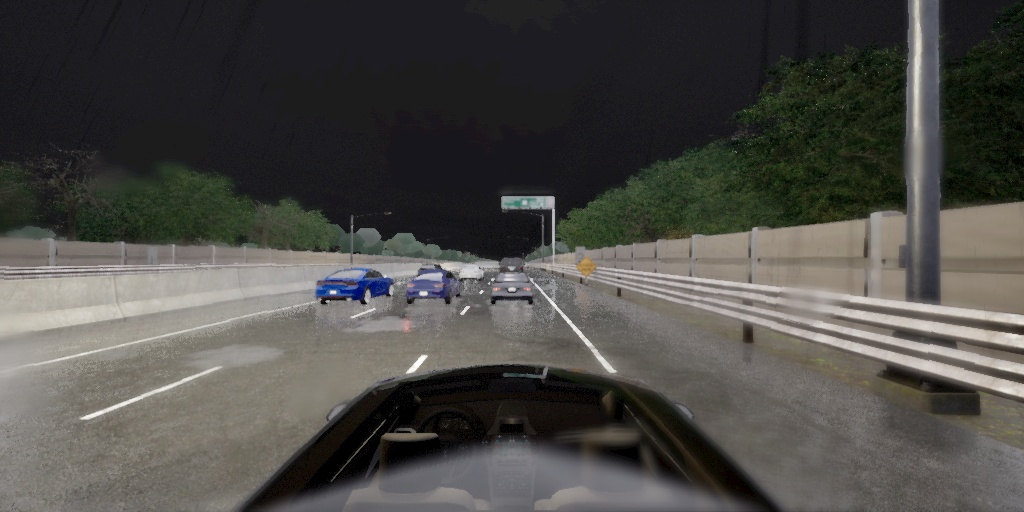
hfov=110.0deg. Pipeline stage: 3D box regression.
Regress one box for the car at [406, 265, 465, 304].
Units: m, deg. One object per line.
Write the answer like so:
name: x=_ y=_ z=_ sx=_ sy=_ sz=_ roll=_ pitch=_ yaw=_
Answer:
car: x=-3.500 y=1.333 z=16.503 sx=1.812 sy=1.442 sz=4.674 roll=0 pitch=0 yaw=0

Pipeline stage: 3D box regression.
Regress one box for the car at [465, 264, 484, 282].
car: x=-3.500 y=1.462 z=31.506 sx=1.812 sy=1.442 sz=4.674 roll=0 pitch=-1 yaw=0

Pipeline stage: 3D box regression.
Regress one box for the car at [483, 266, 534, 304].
car: x=0.000 y=1.363 z=16.503 sx=2.033 sy=1.411 sz=5.357 roll=0 pitch=0 yaw=0

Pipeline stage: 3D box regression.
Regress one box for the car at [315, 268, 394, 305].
car: x=-7.000 y=1.284 z=16.503 sx=1.882 sy=1.535 sz=5.008 roll=0 pitch=0 yaw=0

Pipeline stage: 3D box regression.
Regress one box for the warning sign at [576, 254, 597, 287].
warning sign: x=4.550 y=0.950 z=21.907 sx=1.300 sy=1.860 sz=1.060 roll=0 pitch=0 yaw=0

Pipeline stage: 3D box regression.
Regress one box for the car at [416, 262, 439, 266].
car: x=-7.000 y=1.446 z=31.506 sx=1.837 sy=1.490 sz=4.892 roll=0 pitch=-1 yaw=0

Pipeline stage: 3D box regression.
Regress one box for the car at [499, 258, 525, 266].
car: x=0.000 y=1.188 z=31.539 sx=2.150 sy=2.045 sz=5.566 roll=0 pitch=-1 yaw=0
